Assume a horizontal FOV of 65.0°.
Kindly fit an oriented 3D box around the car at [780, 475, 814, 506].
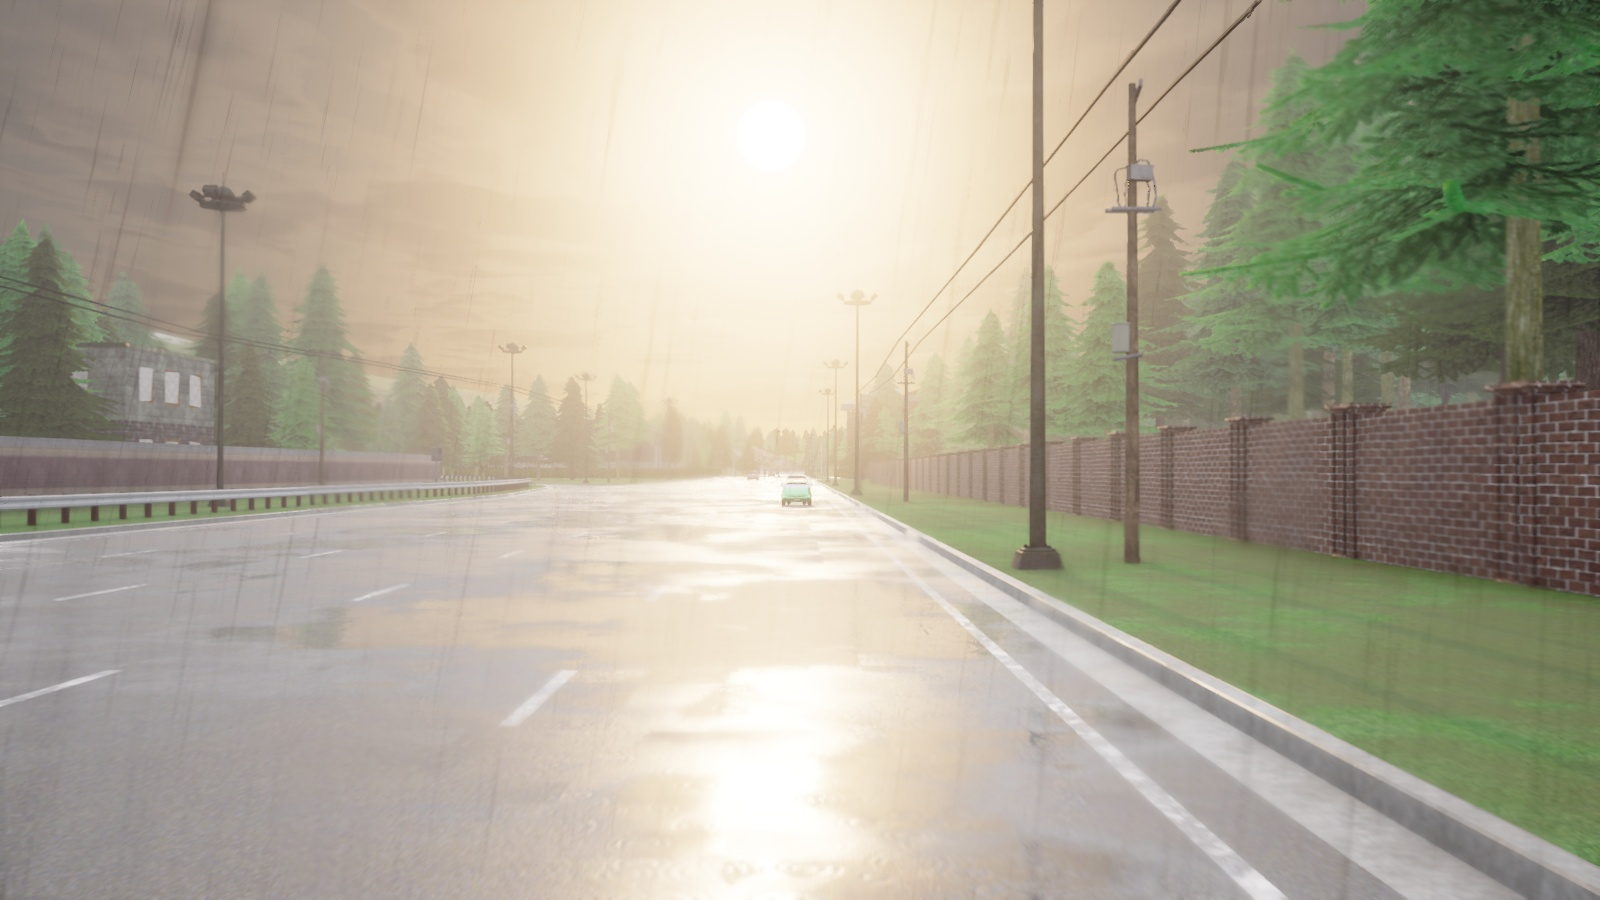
[{"bbox_3d":[-0.137,1.829,57.336,1.481,1.376,2.207,0,-2,0],"label":"car"}]
